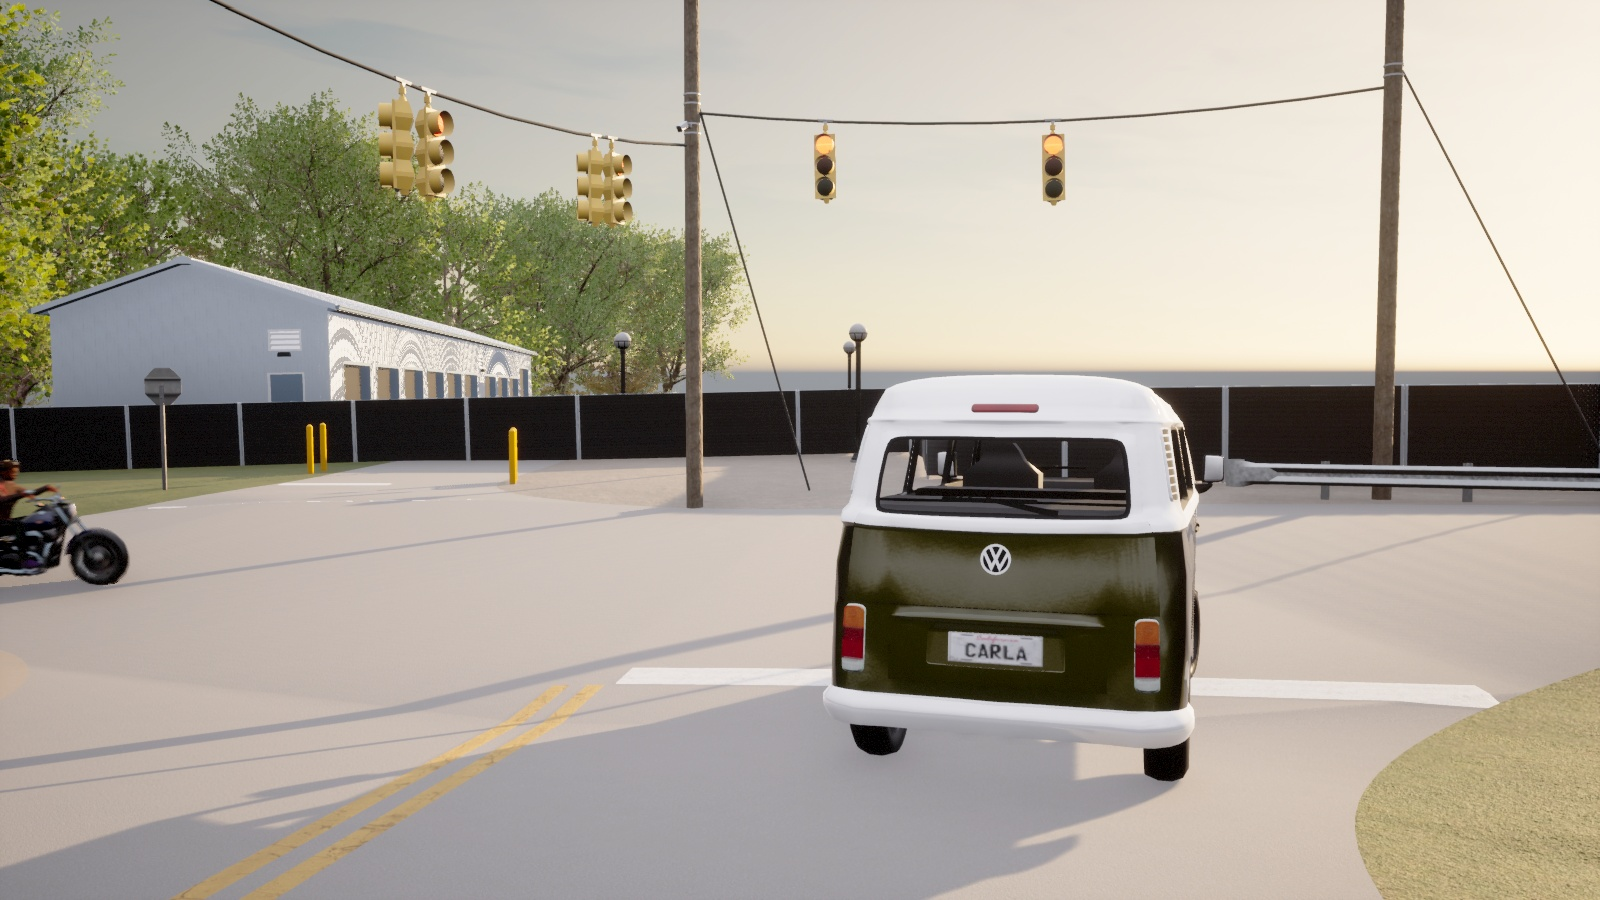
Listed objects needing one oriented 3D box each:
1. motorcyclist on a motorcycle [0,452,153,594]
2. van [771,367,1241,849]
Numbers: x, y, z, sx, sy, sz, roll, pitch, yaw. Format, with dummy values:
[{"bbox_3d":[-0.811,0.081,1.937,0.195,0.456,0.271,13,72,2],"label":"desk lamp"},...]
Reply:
[{"bbox_3d":[-9.516,0.904,15.688,2.350,1.649,0.766,-1,5,-4],"label":"motorcyclist on a motorcycle"},{"bbox_3d":[1.546,0.611,7.742,2.069,2.038,4.480,1,1,18],"label":"van"}]
